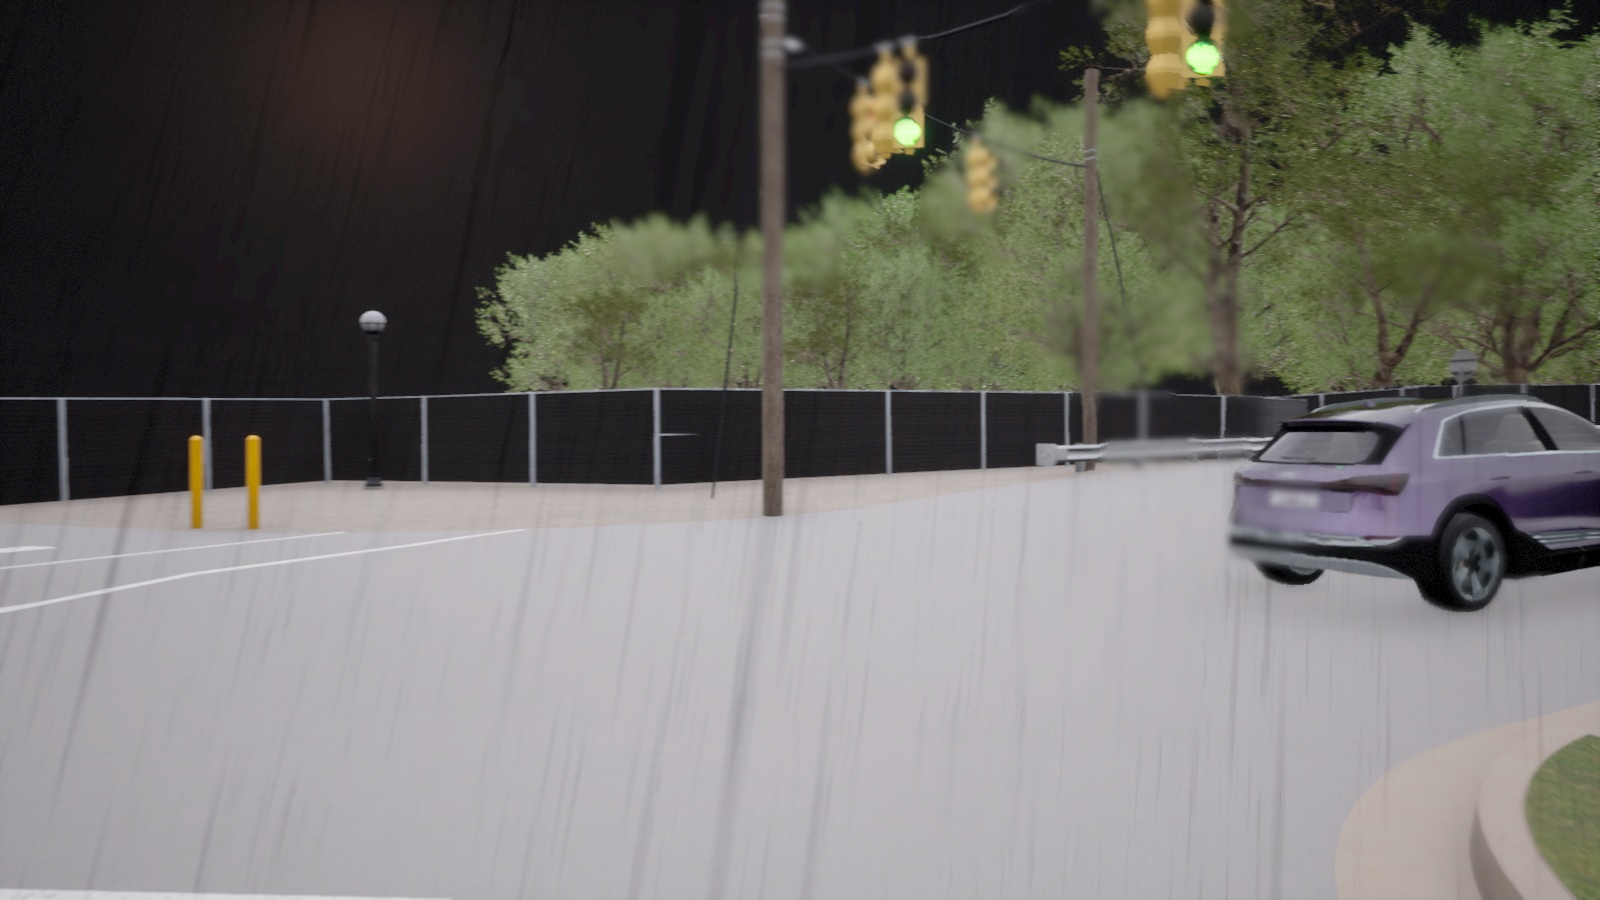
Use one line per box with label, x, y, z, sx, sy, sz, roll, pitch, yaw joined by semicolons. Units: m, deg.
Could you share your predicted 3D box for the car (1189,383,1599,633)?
car;6.000;0.318;10.997;4.856;1.649;2.033;-4;3;-27
